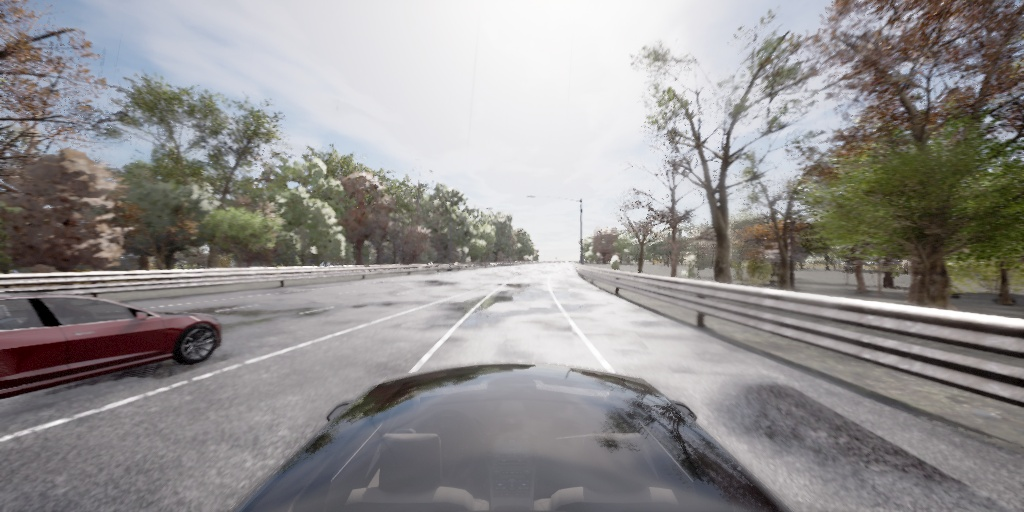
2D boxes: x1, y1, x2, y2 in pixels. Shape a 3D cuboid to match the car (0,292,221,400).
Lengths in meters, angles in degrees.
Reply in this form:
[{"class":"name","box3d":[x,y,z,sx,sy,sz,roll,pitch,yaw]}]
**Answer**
[{"class":"car","box3d":[-7.035,1.242,5.273,2.163,1.488,4.792,0,-1,9]}]
